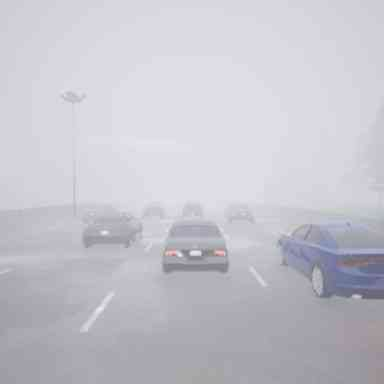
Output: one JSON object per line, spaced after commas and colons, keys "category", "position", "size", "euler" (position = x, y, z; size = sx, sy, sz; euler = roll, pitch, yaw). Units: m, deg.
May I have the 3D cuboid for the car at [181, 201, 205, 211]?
{"category": "car", "position": [0.063, 1.605, 30.170], "size": [1.837, 1.490, 4.892], "euler": [0, -1, 0]}

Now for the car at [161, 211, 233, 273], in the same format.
{"category": "car", "position": [0.086, 1.541, 10.588], "size": [2.033, 1.411, 5.357], "euler": [0, 0, 0]}

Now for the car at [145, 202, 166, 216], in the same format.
{"category": "car", "position": [-3.436, 1.636, 31.053], "size": [1.812, 1.442, 4.674], "euler": [0, -1, 0]}

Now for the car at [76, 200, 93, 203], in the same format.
{"category": "car", "position": [-21.077, 2.250, 67.553], "size": [2.033, 1.411, 5.357], "euler": [0, -1, 0]}

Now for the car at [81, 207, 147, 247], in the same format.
{"category": "car", "position": [-3.419, 1.570, 15.018], "size": [1.994, 1.385, 4.181], "euler": [0, 0, 0]}

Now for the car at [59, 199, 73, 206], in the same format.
{"category": "car", "position": [-24.576, 2.231, 67.133], "size": [1.812, 1.442, 4.674], "euler": [0, -1, 0]}

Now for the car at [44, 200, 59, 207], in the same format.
{"category": "car", "position": [-28.076, 2.304, 67.097], "size": [1.895, 1.301, 4.718], "euler": [0, -1, 0]}

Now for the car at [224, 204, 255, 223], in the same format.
{"category": "car", "position": [3.568, 1.608, 25.754], "size": [2.033, 1.411, 5.357], "euler": [0, 0, 0]}

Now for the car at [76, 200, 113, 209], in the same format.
{"category": "car", "position": [-6.932, 1.614, 25.729], "size": [2.033, 1.411, 5.357], "euler": [0, 0, 0]}

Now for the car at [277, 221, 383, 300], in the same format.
{"category": "car", "position": [3.580, 1.467, 8.430], "size": [1.882, 1.535, 5.008], "euler": [0, 0, 0]}
